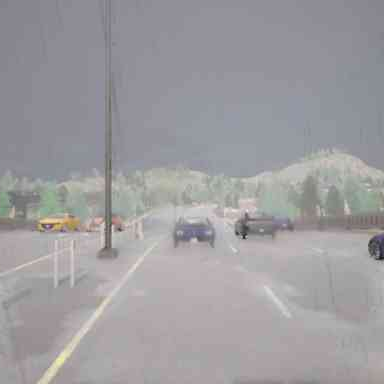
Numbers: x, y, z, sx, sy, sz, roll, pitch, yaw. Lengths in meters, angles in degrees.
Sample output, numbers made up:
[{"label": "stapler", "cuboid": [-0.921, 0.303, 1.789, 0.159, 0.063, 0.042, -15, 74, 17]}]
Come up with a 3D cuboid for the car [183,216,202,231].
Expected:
[{"label": "car", "cuboid": [0.089, 3.279, 34.029, 1.812, 1.442, 4.674, 0, -7, 0]}]

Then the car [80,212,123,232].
[{"label": "car", "cuboid": [-7.101, 2.369, 27.174, 2.097, 1.767, 4.553, 0, -5, 0]}]

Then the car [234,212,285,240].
[{"label": "car", "cuboid": [3.594, 1.925, 19.542, 2.128, 1.511, 4.902, 0, -4, 0]}]

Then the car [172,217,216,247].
[{"label": "car", "cuboid": [0.095, 1.860, 16.295, 1.895, 1.301, 4.718, 0, -3, 0]}]

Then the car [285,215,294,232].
[{"label": "car", "cuboid": [7.091, 2.599, 27.742, 1.812, 1.442, 4.674, 0, -5, 0]}]

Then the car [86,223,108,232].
[{"label": "car", "cuboid": [-14.076, 5.308, 49.623, 1.895, 1.301, 4.718, 0, -7, 0]}]

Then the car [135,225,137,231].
[{"label": "car", "cuboid": [-10.521, 7.263, 68.985, 2.097, 1.767, 4.553, 0, -7, 0]}]

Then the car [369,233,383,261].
[{"label": "car", "cuboid": [7.096, 1.568, 9.722, 1.812, 1.442, 4.674, 0, -1, 0]}]

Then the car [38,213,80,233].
[{"label": "car", "cuboid": [-10.600, 2.470, 26.896, 1.882, 1.535, 5.008, 0, -5, 0]}]
